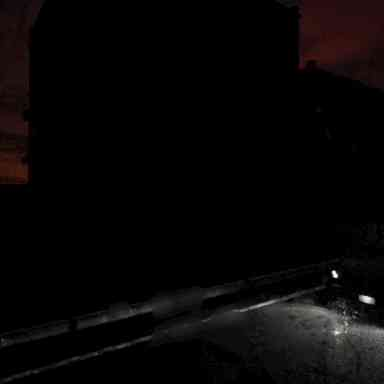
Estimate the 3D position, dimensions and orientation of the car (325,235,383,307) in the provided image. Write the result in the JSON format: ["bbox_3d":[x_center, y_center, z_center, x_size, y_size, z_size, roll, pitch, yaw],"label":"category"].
[{"bbox_3d":[5.256,1.506,7.431,5.357,1.411,2.033,0,0,-35],"label":"car"}]
